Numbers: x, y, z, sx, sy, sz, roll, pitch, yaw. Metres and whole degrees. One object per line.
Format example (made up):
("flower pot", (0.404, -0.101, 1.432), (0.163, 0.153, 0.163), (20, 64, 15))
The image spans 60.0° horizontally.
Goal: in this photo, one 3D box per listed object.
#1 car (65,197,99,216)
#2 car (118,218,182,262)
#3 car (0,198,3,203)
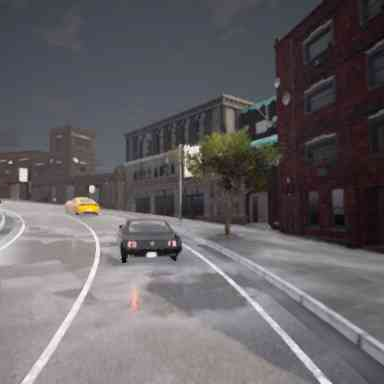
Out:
("car", (-9.852, 1.225, 29.606), (1.882, 1.535, 5.008), (3, 0, -35))
("car", (-1.716, 1.583, 12.148), (1.895, 1.301, 4.718), (1, 0, -13))
("car", (-24.276, 0.678, 38.966), (5.357, 1.411, 2.033), (3, -1, 35))
